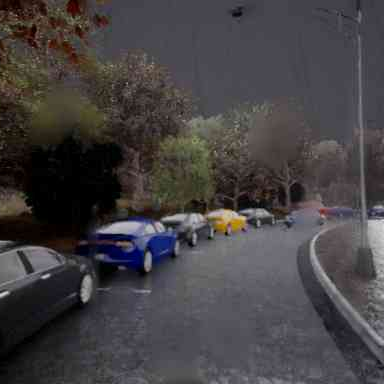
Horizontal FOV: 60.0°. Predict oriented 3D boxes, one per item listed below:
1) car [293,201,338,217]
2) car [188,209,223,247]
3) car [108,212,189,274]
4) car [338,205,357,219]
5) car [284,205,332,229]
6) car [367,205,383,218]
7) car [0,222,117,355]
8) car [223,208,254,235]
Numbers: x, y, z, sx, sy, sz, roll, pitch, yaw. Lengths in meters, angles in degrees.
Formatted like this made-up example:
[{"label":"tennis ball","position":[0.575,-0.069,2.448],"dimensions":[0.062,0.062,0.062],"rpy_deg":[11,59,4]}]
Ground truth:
[{"label":"car","position":[12.614,1.951,34.956],"dimensions":[5.566,2.045,2.435],"rpy_deg":[1,-3,-43]},{"label":"car","position":[-0.277,1.715,16.408],"dimensions":[2.231,1.521,4.892],"rpy_deg":[-1,-2,19]},{"label":"car","position":[-1.810,1.592,10.942],"dimensions":[2.097,1.535,5.008],"rpy_deg":[0,-2,13]},{"label":"car","position":[17.247,2.280,38.756],"dimensions":[5.008,1.535,2.097],"rpy_deg":[1,-3,-37]},{"label":"car","position":[8.611,1.968,25.066],"dimensions":[2.033,1.411,5.357],"rpy_deg":[-2,-2,35]},{"label":"car","position":[21.433,2.163,37.360],"dimensions":[4.674,1.442,1.812],"rpy_deg":[1,-3,-38]},{"label":"car","position":[-3.147,1.505,5.236],"dimensions":[2.231,1.521,4.892],"rpy_deg":[0,0,6]},{"label":"car","position":[2.045,1.874,21.497],"dimensions":[2.097,1.535,5.008],"rpy_deg":[-1,-2,27]}]
